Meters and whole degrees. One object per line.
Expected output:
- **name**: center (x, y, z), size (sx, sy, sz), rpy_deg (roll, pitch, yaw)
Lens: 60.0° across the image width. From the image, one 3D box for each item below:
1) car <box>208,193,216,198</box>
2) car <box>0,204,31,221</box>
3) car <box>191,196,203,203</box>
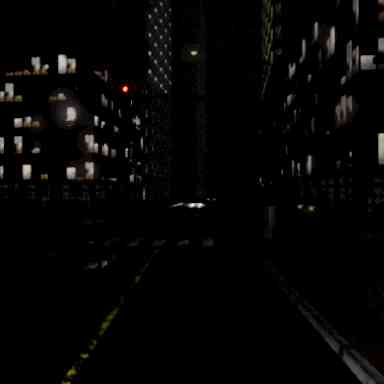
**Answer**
- **car**: center (5.470, 0.936, 90.778), size (1.882, 1.535, 5.008), rpy_deg (0, 0, 9)
- **car**: center (-16.414, 1.761, 29.195), size (4.403, 1.369, 2.008), rpy_deg (-1, 1, 10)
- **car**: center (0.884, 1.353, 60.440), size (1.895, 1.301, 4.718), rpy_deg (0, 0, 7)
